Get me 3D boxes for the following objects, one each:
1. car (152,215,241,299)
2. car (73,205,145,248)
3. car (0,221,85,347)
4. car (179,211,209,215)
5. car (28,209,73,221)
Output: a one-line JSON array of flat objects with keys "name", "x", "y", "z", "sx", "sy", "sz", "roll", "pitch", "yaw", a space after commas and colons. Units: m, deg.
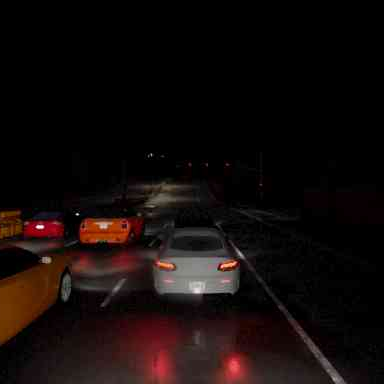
[{"name": "car", "x": 0.094, "y": 1.526, "z": 8.301, "sx": 1.812, "sy": 1.442, "sz": 4.674, "roll": 0, "pitch": 0, "yaw": 0}, {"name": "car", "x": -3.406, "y": 1.352, "z": 14.950, "sx": 2.097, "sy": 1.767, "sz": 4.553, "roll": 0, "pitch": 0, "yaw": 0}, {"name": "car", "x": -3.402, "y": 1.478, "z": 4.977, "sx": 1.882, "sy": 1.535, "sz": 5.008, "roll": 0, "pitch": 0, "yaw": 0}, {"name": "car", "x": 0.094, "y": 1.601, "z": 17.189, "sx": 1.895, "sy": 1.301, "sz": 4.718, "roll": 0, "pitch": 0, "yaw": 0}, {"name": "car", "x": -6.906, "y": 1.564, "z": 17.145, "sx": 1.994, "sy": 1.385, "sz": 4.181, "roll": 0, "pitch": 0, "yaw": 0}]
